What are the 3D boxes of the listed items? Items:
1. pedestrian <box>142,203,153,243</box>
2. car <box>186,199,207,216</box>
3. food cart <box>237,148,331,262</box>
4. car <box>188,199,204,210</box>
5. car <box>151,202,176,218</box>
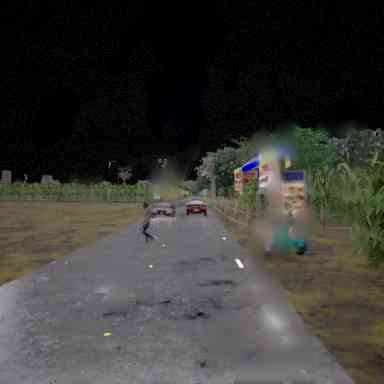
[{"bbox_3d":[-1.977,1.298,14.524,0.375,1.860,0.375,1,-1,1],"label":"pedestrian"},{"bbox_3d":[0.460,1.491,32.926,1.882,1.535,5.008,0,0,1],"label":"car"},{"bbox_3d":[3.235,0.470,12.867,2.280,3.560,4.660,-1,-1,1],"label":"food cart"},{"bbox_3d":[0.526,1.582,43.087,1.994,1.385,4.181,0,0,1],"label":"car"},{"bbox_3d":[-2.497,1.575,29.871,1.994,1.385,4.181,0,0,1],"label":"car"}]
